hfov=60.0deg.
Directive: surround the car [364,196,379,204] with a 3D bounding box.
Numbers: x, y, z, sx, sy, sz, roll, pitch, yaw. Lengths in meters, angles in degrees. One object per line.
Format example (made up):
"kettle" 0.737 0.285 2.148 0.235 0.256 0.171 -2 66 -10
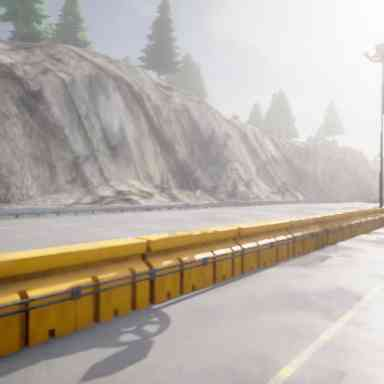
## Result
"car" 36.984 1.591 67.620 4.674 1.442 1.812 1 0 -35
